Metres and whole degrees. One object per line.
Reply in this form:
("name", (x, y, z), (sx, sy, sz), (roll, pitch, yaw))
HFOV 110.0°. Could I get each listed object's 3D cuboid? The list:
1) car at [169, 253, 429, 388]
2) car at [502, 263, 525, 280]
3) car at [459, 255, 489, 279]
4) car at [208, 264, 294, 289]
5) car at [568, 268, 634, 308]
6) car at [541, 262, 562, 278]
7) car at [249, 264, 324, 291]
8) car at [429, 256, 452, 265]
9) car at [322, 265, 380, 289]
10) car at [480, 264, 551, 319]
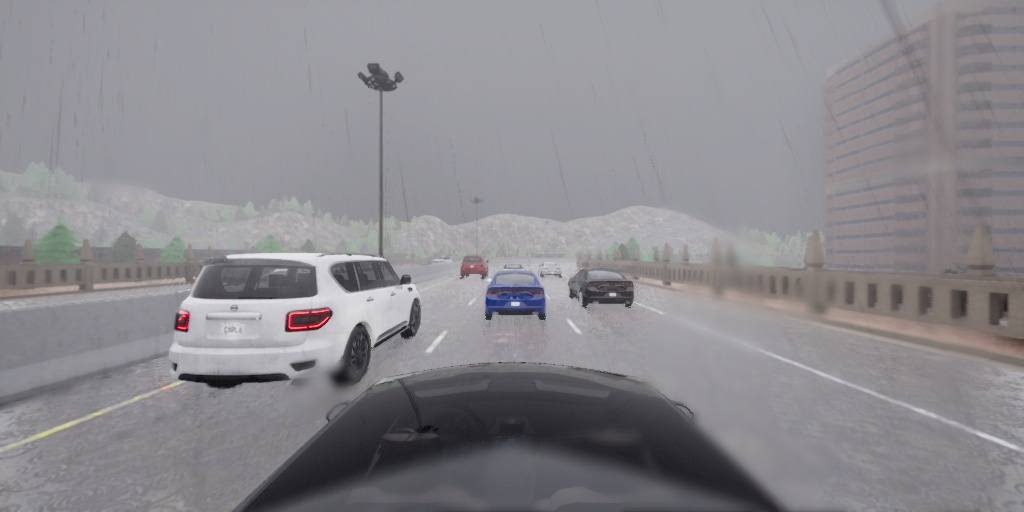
("car", (-3.410, 0.972, 7.046), (2.150, 2.045, 5.566), (0, 0, 0))
("car", (0.103, 1.352, 32.190), (1.895, 1.301, 4.718), (0, 0, 0))
("car", (-3.395, 0.973, 33.073), (2.150, 2.045, 5.566), (0, 0, 0))
("car", (-17.595, 1.298, 24.640), (2.033, 1.411, 5.357), (0, 0, 0))
("car", (3.602, 1.228, 15.280), (1.882, 1.535, 5.008), (0, 0, 0))
("car", (3.592, 1.277, 34.351), (1.812, 1.442, 4.674), (0, 0, 0))
("car", (-14.088, 1.277, 22.804), (1.812, 1.442, 4.674), (0, 0, 0))
("car", (-12.423, 0.974, 63.572), (2.150, 2.045, 5.566), (0, 0, 10))
("car", (-10.594, 1.315, 23.916), (1.994, 1.385, 4.181), (0, 0, 0))
("car", (0.102, 1.228, 12.804), (1.882, 1.535, 5.008), (0, 0, 0))
